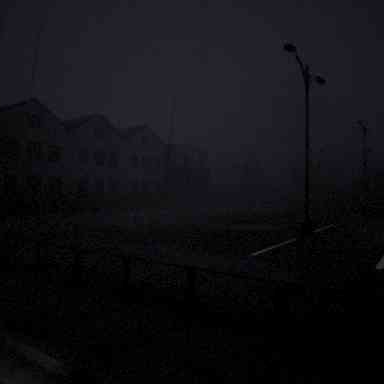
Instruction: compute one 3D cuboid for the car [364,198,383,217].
[{"bbox_3d":[15.229,1.293,26.951,2.007,1.523,4.514,0,0,35],"label":"car"}]
